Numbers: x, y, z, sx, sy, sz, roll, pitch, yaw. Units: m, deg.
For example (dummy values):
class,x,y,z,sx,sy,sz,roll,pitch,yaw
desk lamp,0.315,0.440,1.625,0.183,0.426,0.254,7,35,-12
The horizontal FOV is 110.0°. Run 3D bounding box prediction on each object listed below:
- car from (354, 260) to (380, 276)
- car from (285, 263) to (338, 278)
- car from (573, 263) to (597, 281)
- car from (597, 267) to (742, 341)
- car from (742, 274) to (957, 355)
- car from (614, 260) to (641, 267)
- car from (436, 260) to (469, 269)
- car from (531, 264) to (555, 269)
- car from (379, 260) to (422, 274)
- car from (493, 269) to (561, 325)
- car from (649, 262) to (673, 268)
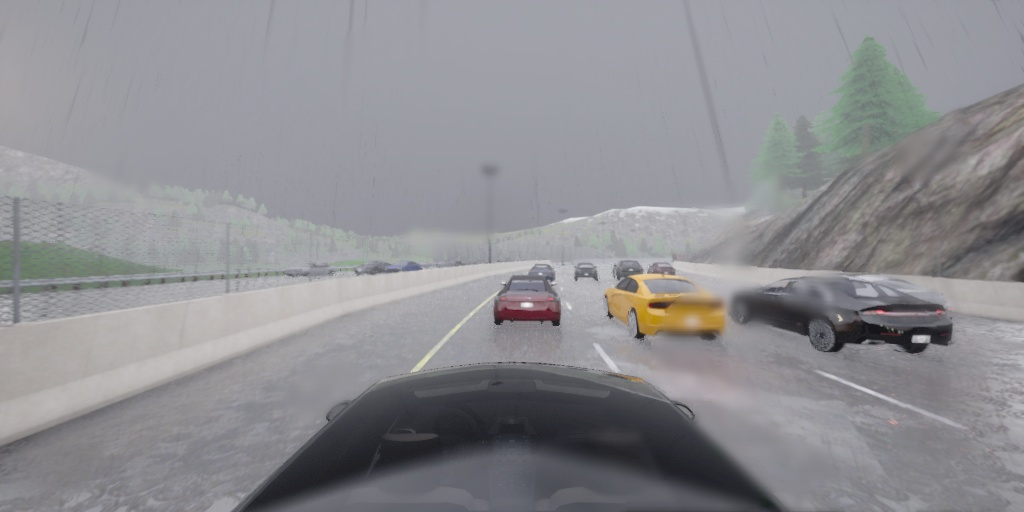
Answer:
class,x,y,z,sx,sy,sz,roll,pitch,yaw
car,-14.103,1.196,36.783,2.128,1.511,4.902,0,0,11
car,-18.357,1.296,33.022,1.895,1.301,4.718,0,0,10
car,6.306,1.281,30.704,1.812,1.442,4.674,0,0,10
car,3.906,1.234,10.007,1.882,1.535,5.008,0,0,3
car,7.353,1.257,8.776,2.128,1.511,4.902,0,0,2
car,9.877,1.116,30.711,2.097,1.767,4.553,0,0,10
car,-6.586,1.226,38.716,1.837,1.490,4.892,0,0,12
car,2.441,1.311,28.809,1.994,1.385,4.181,0,0,9
car,-10.755,1.190,35.741,1.882,1.535,5.008,0,0,11
car,0.534,1.312,11.830,1.994,1.385,4.181,0,0,4
car,13.978,1.298,33.590,1.812,1.442,4.674,0,0,11
